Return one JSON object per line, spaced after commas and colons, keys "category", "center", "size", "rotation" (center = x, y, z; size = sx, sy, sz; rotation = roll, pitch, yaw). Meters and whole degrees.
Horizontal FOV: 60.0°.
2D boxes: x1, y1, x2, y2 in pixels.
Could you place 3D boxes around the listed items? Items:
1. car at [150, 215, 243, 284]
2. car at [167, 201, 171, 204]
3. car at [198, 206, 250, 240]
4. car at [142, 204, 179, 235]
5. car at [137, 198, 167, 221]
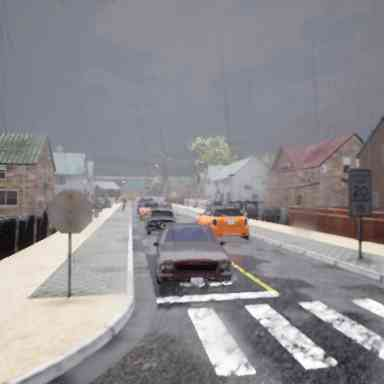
{"category": "car", "center": [-0.172, 1.669, 10.298], "size": [2.033, 1.411, 5.357], "rotation": [0, -1, -6]}
{"category": "car", "center": [-3.817, 2.050, 47.501], "size": [2.033, 1.411, 5.357], "rotation": [0, -1, -10]}
{"category": "car", "center": [1.519, 1.561, 18.295], "size": [2.097, 1.767, 4.553], "rotation": [0, -1, -10]}
{"category": "car", "center": [-1.941, 1.737, 20.820], "size": [1.837, 1.490, 4.892], "rotation": [0, -1, -10]}
{"category": "car", "center": [-3.794, 1.686, 31.029], "size": [2.097, 1.767, 4.553], "rotation": [0, -1, -10]}
